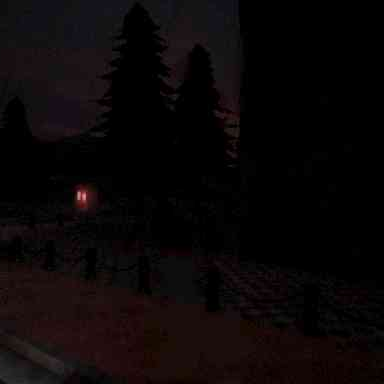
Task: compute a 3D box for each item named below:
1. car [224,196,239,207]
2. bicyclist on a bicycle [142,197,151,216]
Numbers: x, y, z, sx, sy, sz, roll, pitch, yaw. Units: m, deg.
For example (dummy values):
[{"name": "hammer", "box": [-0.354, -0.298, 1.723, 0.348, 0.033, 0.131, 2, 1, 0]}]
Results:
[{"name": "car", "box": [6.502, 1.337, 47.789, 1.882, 1.535, 5.008, 1, 0, 35]}, {"name": "bicyclist on a bicycle", "box": [-3.848, 1.189, 26.237, 1.656, 1.620, 0.582, 0, 0, 35]}]
